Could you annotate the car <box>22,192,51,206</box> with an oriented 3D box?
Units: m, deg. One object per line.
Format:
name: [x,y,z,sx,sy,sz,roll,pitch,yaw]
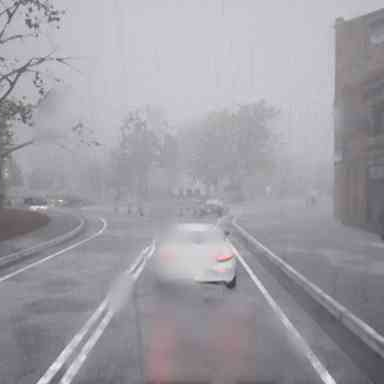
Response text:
car: [-20.194,1.054,42.634,1.994,1.385,4.181,-2,2,-44]

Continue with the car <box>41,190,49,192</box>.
car: [-26.582,0.394,60.462,2.097,1.767,4.553,0,1,5]

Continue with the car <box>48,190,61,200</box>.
car: [-23.351,0.552,60.184,1.837,1.490,4.892,0,2,7]

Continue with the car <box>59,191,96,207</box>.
car: [-14.179,1.013,41.871,4.892,1.490,1.837,1,3,35]

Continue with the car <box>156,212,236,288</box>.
car: [0.106,1.517,9.092,1.812,1.442,4.674,0,0,0]

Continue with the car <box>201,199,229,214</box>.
car: [2.053,1.320,29.545,1.812,1.442,4.674,0,1,16]
